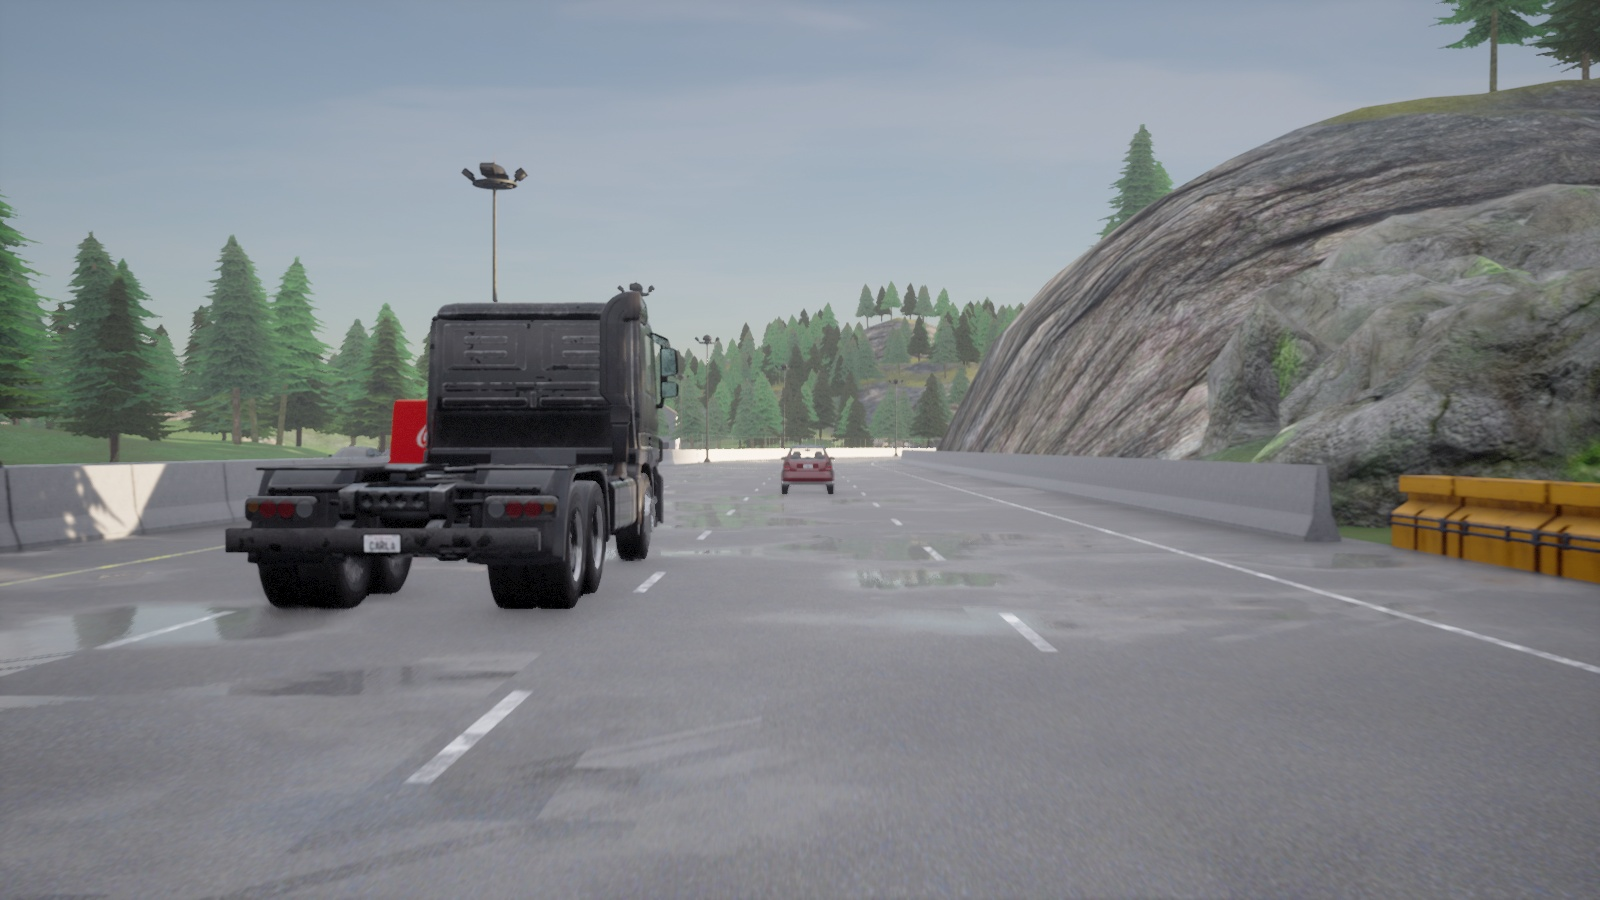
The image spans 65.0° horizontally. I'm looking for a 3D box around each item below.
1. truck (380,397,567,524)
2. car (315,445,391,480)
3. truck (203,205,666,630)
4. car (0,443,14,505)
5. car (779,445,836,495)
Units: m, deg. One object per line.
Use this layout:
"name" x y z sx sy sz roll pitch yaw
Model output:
"truck" -6.830 0.191 27.000 2.627 2.467 5.204 0 0 0
"car" -20.665 0.560 58.221 1.882 1.535 5.008 0 0 -2
"truck" -3.402 -0.273 14.200 2.891 3.462 7.936 0 0 0
"car" -20.817 0.602 29.365 2.007 1.525 4.514 0 0 0
"car" 0.250 0.622 40.991 1.789 1.549 3.705 0 0 0
